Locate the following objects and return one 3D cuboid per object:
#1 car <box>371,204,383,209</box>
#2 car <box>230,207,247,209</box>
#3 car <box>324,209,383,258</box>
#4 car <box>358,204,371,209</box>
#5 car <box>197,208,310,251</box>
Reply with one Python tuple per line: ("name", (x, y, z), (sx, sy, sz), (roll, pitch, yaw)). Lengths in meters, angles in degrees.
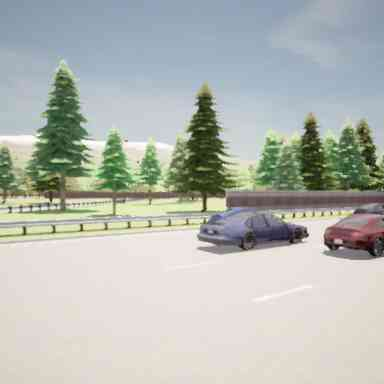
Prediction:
("car", (14.983, 1.693, 23.124), (5.357, 1.411, 2.033), (0, 0, -35))
("car", (3.033, 1.601, 18.866), (4.674, 1.442, 1.812), (0, 0, -35))
("car", (7.097, 1.601, 13.167), (4.674, 1.442, 1.812), (0, 0, -35))
("car", (15.246, 1.686, 27.576), (4.674, 1.442, 1.812), (0, 0, -35))
("car", (2.771, 1.608, 14.414), (5.357, 1.411, 2.033), (0, 0, -35))
